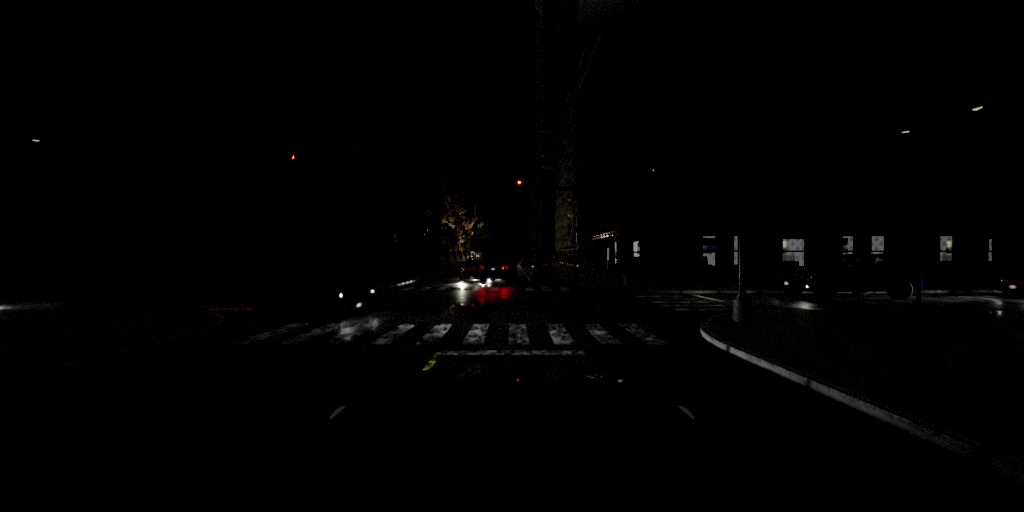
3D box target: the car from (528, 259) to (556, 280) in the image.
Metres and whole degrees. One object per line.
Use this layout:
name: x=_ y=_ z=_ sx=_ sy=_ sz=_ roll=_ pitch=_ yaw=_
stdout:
car: x=2.671 y=1.191 z=30.826 sx=1.967 sy=1.591 sz=4.097 roll=0 pitch=0 yaw=0

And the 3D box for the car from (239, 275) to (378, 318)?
car: x=-7.263 y=1.359 z=12.892 sx=4.718 sy=1.301 sz=1.895 roll=0 pitch=0 yaw=19

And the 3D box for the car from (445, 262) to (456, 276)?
car: x=-5.714 y=1.297 z=36.499 sx=1.888 sy=1.381 sz=4.507 roll=0 pitch=0 yaw=0

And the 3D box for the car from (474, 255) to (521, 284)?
car: x=-0.902 y=0.973 z=26.787 sx=2.150 sy=2.045 sz=5.566 roll=0 pitch=0 yaw=8

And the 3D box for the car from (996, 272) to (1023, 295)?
car: x=25.777 y=1.164 z=16.656 sx=4.902 sy=1.511 sz=2.128 roll=0 pitch=0 yaw=1

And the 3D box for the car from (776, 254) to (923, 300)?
car: x=15.702 y=0.925 z=16.863 sx=5.566 sy=2.045 sz=2.150 roll=0 pitch=0 yaw=1

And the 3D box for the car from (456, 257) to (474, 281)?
car: x=-3.119 y=1.104 z=29.998 sx=2.097 sy=1.767 sz=4.553 roll=0 pitch=0 yaw=0

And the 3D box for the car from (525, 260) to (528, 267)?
car: x=2.667 y=1.318 z=36.507 sx=1.948 sy=1.339 sz=4.313 roll=0 pitch=0 yaw=0

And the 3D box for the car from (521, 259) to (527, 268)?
car: x=2.652 y=1.315 z=59.232 sx=1.948 sy=1.339 sz=4.313 roll=0 pitch=0 yaw=0
